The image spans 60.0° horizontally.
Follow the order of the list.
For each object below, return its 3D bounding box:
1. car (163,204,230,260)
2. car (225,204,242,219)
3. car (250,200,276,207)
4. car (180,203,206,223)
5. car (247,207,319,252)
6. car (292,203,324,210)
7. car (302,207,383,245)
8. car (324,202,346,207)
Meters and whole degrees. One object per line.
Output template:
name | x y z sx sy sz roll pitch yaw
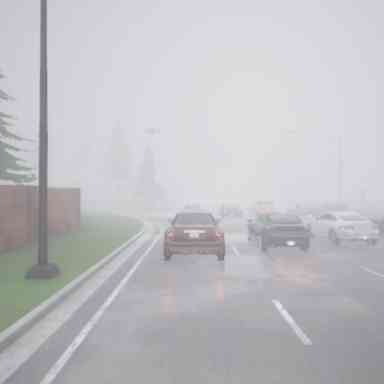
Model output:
car | 0.085 1.446 12.975 2.097 1.767 4.553 0 0 0
car | 3.594 1.830 32.078 1.895 1.301 4.718 0 0 0
car | 7.093 1.591 33.410 2.097 1.767 4.553 0 0 0
car | 0.093 1.753 28.787 2.033 1.411 5.357 0 0 0
car | 3.590 1.609 14.460 1.837 1.490 4.892 0 0 0
car | 10.594 1.830 32.079 1.895 1.301 4.718 0 0 0
car | 7.084 1.640 15.952 1.812 1.442 4.674 0 0 0
car | 14.094 1.746 33.766 1.837 1.490 4.892 0 0 0
